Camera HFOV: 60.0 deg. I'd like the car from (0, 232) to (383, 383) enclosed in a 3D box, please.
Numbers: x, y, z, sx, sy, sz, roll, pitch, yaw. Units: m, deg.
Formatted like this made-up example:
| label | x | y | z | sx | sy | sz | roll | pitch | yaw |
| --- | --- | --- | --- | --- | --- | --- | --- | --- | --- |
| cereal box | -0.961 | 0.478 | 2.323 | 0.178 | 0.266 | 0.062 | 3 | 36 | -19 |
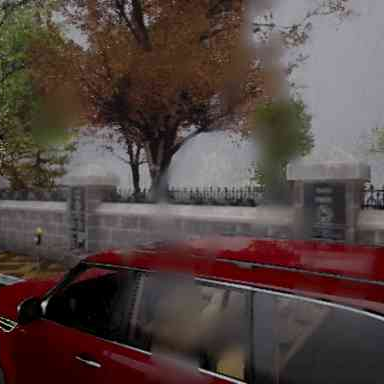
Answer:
| label | x | y | z | sx | sy | sz | roll | pitch | yaw |
| --- | --- | --- | --- | --- | --- | --- | --- | --- | --- |
| car | -0.062 | 1.315 | 2.937 | 5.009 | 1.841 | 2.192 | 0 | 0 | 35 |
